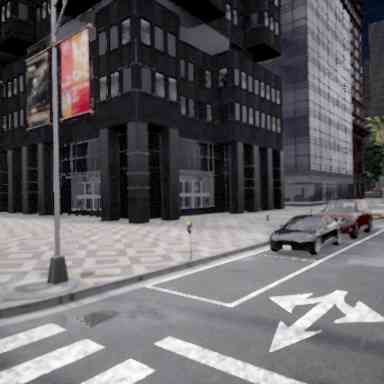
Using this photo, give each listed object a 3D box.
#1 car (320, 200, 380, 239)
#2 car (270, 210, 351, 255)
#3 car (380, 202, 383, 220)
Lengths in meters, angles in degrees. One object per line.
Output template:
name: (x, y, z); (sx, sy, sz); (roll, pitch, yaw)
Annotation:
car: (8.214, 1.348, 17.838); (2.192, 1.841, 5.009); (-2, -1, 39)
car: (4.786, 1.620, 13.634); (1.947, 1.339, 4.313); (-2, -1, 39)
car: (14.978, 1.518, 26.106); (1.752, 1.417, 4.829); (-2, -1, 39)
